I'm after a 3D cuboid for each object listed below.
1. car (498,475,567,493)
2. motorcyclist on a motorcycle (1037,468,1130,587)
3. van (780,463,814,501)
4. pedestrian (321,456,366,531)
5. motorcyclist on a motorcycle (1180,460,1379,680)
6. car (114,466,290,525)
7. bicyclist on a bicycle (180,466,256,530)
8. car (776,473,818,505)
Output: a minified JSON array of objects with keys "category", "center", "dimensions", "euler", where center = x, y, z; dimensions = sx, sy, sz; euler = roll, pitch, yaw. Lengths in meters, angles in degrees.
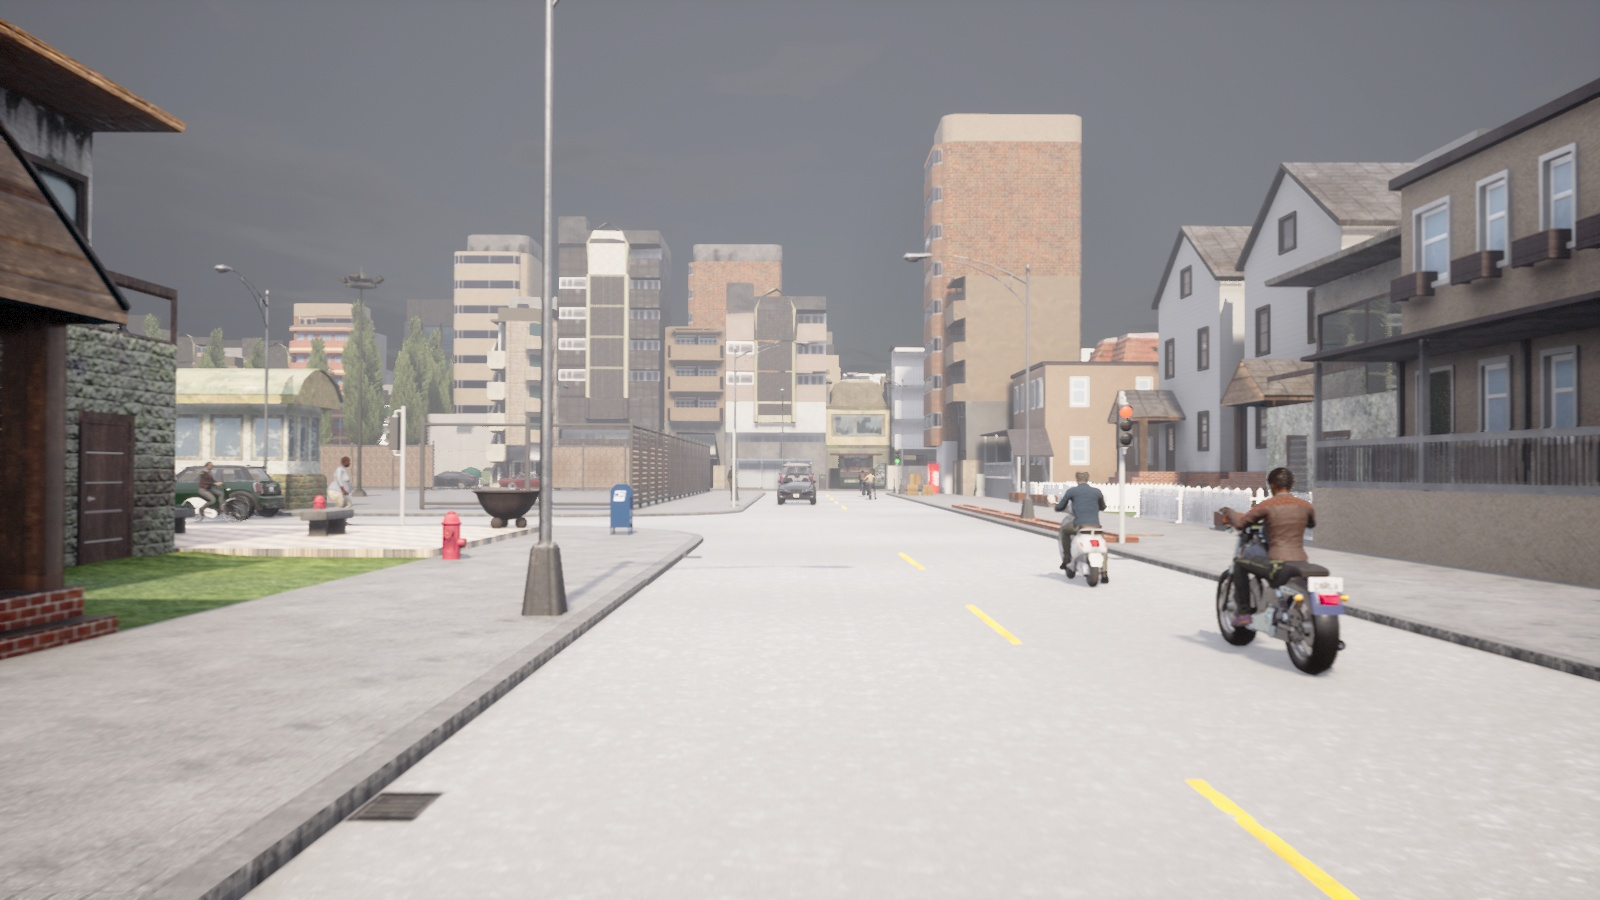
[{"category":"car","center":[-19.781,2.541,93.030],"dimensions":[4.718,1.301,1.895],"euler":[0,-1,0]},{"category":"motorcyclist on a motorcycle","center":[3.965,1.046,17.709],"dimensions":[0.866,1.590,1.817],"euler":[0,-1,0]},{"category":"van","center":[-0.161,1.694,67.722],"dimensions":[1.775,1.987,4.442],"euler":[0,-1,0]},{"category":"pedestrian","center":[-11.455,1.091,31.555],"dimensions":[0.900,1.855,0.874],"euler":[0,-1,-9]},{"category":"motorcyclist on a motorcycle","center":[3.972,0.926,10.641],"dimensions":[0.766,1.649,2.350],"euler":[0,-1,0]},{"category":"car","center":[-18.717,1.403,39.459],"dimensions":[4.553,1.767,2.097],"euler":[0,-1,1]},{"category":"bicyclist on a bicycle","center":[-16.425,1.341,35.479],"dimensions":[1.843,1.776,0.659],"euler":[0,-1,0]},{"category":"car","center":[-0.107,1.810,59.053],"dimensions":[1.816,1.474,4.193],"euler":[0,-1,1]}]
